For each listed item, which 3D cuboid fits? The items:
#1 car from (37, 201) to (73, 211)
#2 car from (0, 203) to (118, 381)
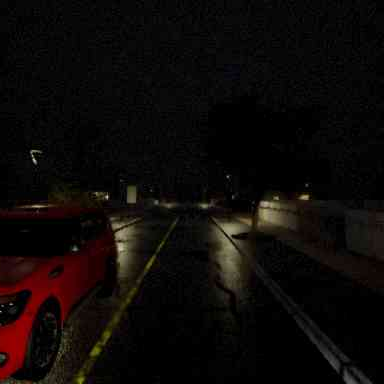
[{"bbox_3d":[-20.246,2.055,49.196,4.718,1.301,1.895,0,-1,14],"label":"car"},{"bbox_3d":[-2.852,1.273,5.895,2.150,2.045,5.566,0,0,0],"label":"car"}]
